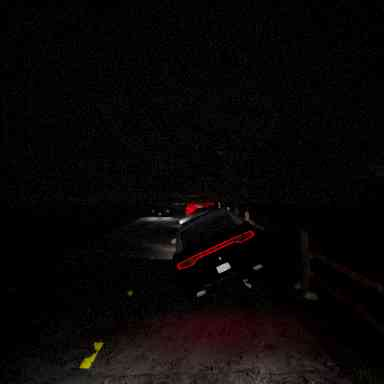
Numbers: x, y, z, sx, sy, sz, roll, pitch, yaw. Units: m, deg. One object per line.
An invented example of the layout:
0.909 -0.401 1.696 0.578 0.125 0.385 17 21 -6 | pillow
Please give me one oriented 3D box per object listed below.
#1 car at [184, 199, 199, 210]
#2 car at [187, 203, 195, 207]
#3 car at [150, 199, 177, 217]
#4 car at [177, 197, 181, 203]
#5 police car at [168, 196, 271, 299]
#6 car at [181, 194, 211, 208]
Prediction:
-0.055 1.731 46.487 2.033 1.411 5.357 0 0 0 | car
0.799 1.569 18.552 1.812 1.442 4.674 0 0 0 | car
-2.900 1.650 32.716 2.033 1.411 5.357 0 0 0 | car
-2.870 2.078 81.075 1.837 1.490 4.892 0 -1 0 | car
0.488 1.210 8.672 1.930 1.638 5.238 -25 0 0 | police car
0.687 1.239 24.495 2.150 2.045 5.566 -3 -2 3 | car
